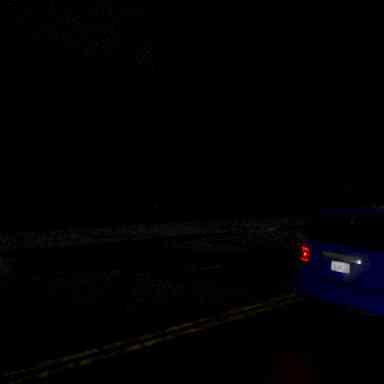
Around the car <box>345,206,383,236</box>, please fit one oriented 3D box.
[{"bbox_3d":[11.606,1.641,19.951,5.357,1.411,2.033,0,0,-36],"label":"car"}]

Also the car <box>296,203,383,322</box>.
[{"bbox_3d":[4.435,1.244,6.606,5.566,2.045,2.150,0,0,-35],"label":"car"}]
